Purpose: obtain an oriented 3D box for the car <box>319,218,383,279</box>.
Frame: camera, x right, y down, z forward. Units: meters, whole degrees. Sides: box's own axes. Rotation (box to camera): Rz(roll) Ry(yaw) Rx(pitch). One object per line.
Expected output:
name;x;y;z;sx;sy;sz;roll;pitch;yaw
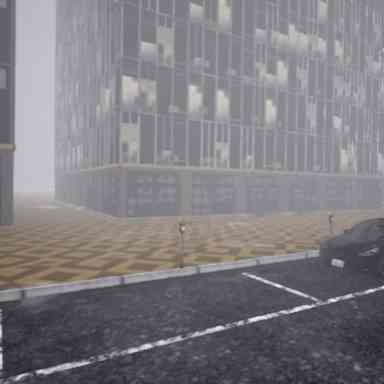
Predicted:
car;5.628;1.448;9.594;4.313;1.339;1.947;0;1;-30
